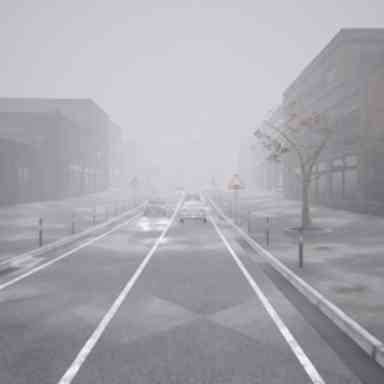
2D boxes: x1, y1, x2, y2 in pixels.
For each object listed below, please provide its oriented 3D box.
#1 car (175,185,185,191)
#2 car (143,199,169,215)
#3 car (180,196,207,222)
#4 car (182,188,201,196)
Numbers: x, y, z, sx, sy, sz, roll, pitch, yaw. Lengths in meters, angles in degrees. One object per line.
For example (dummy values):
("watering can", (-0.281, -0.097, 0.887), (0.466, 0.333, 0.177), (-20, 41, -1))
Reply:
("car", (-2.549, -0.887, 71.874), (1.895, 1.301, 4.718), (0, 2, 3))
("car", (-3.109, 1.273, 29.237), (1.895, 1.301, 4.718), (0, 1, 0))
("car", (0.093, 1.340, 24.469), (1.812, 1.442, 4.674), (0, 1, 0))
("car", (0.086, 0.616, 42.388), (2.163, 1.488, 4.792), (0, 3, 0))
